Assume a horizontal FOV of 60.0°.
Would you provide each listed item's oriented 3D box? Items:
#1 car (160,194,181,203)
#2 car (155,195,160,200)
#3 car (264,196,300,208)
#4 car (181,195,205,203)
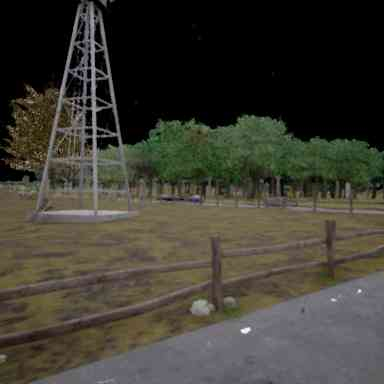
[{"bbox_3d":[-3.067,1.232,58.271,1.895,1.301,4.718,1,-1,-35],"label":"car"},{"bbox_3d":[-5.575,1.149,66.520,2.128,1.511,4.902,1,0,-36],"label":"car"},{"bbox_3d":[10.524,1.205,39.198,1.994,1.385,4.181,1,-1,-36],"label":"car"},{"bbox_3d":[0.483,1.200,58.162,1.812,1.442,4.674,1,-1,-35],"label":"car"}]
